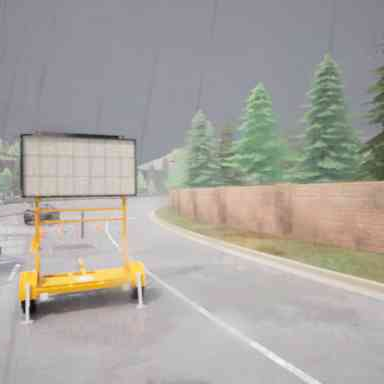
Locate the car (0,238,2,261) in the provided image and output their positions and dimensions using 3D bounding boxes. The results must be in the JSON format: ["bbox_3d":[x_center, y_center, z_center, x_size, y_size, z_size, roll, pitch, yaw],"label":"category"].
[{"bbox_3d":[-6.670,1.580,9.329,1.882,1.535,5.008,-1,0,-23],"label":"car"}]

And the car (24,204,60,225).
[{"bbox_3d":[-11.890,1.695,26.510,2.128,1.511,4.902,-1,0,-12],"label":"car"}]

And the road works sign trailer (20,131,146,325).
[{"bbox_3d":[-2.461,0.507,7.452,2.380,3.560,2.880,-1,0,-21],"label":"road works sign trailer"}]
